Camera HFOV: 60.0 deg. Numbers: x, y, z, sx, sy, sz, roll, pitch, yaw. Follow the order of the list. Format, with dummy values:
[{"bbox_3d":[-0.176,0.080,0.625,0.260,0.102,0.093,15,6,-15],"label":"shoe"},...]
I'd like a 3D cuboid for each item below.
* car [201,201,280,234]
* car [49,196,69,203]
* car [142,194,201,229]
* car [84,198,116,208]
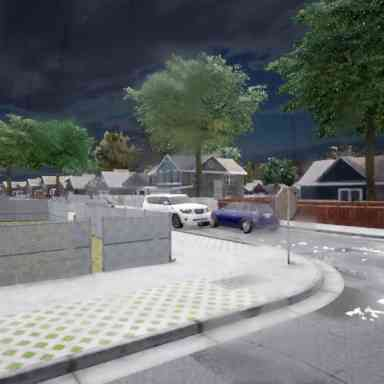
[{"bbox_3d":[2.844,1.311,19.283,2.097,1.767,4.553,0,1,-33],"label":"car"},{"bbox_3d":[-18.731,1.349,46.766,2.128,1.511,4.902,0,0,-35],"label":"car"},{"bbox_3d":[-1.190,1.137,21.381,2.150,2.045,5.566,-2,0,-38],"label":"car"},{"bbox_3d":[-9.135,1.361,32.925,1.882,1.535,5.008,0,0,-35],"label":"car"}]
